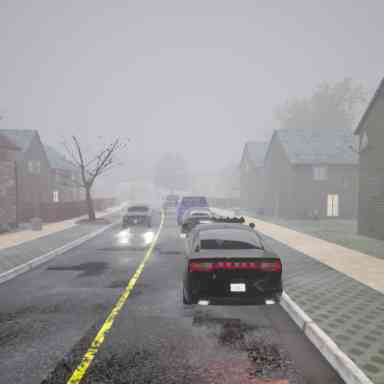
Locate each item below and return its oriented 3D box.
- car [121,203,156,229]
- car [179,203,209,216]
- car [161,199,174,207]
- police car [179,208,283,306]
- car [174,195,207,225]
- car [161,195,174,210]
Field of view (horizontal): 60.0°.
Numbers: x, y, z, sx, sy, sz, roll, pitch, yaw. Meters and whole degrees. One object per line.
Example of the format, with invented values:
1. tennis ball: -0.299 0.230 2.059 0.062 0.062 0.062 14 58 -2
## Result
1. car: -3.526 1.547 22.324 1.837 1.490 4.892 0 0 -4
2. car: 0.354 1.545 18.197 1.812 1.442 4.674 0 0 -3
3. car: -4.198 1.814 56.051 1.895 1.301 4.718 0 0 -9
4. police car: 0.721 1.425 8.248 1.930 1.638 5.238 0 0 -1
5. car: 0.004 1.263 24.257 2.150 2.045 5.566 0 0 -4
6. car: -2.682 1.356 44.579 2.150 2.045 5.566 0 0 -7
